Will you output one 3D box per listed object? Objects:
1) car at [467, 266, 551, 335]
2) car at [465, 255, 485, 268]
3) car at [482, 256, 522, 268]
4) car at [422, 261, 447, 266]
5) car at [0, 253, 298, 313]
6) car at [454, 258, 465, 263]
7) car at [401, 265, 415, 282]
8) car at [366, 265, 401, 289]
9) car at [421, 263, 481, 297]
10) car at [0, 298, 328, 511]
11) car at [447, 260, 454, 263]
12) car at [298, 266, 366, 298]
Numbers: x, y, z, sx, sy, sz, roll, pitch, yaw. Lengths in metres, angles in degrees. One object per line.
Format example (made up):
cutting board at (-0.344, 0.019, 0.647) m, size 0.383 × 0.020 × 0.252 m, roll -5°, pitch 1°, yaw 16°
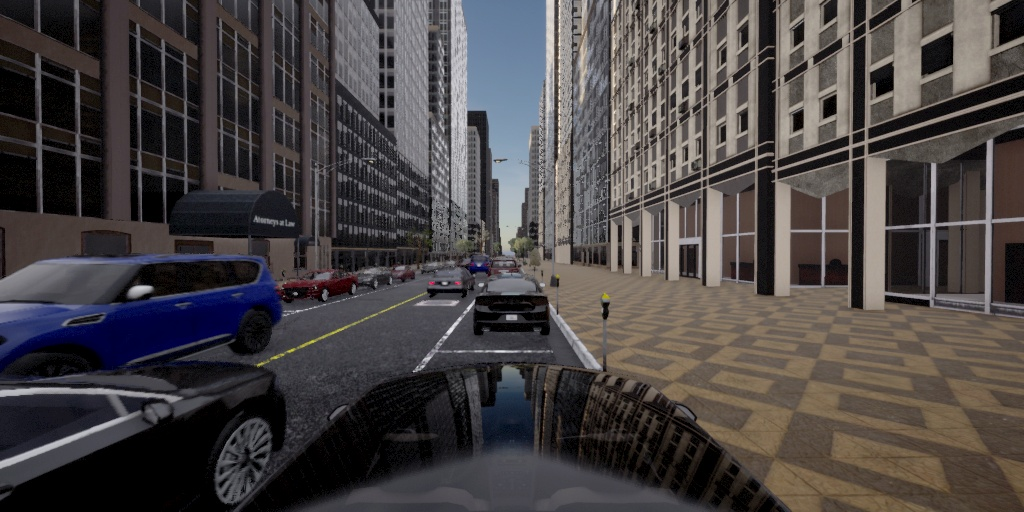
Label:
car at (-0.006, 1.226, 10.502) m, size 1.882 × 1.535 × 5.008 m, roll 0°, pitch 0°, yaw 0°
car at (-3.146, 0.965, 36.941) m, size 2.150 × 2.045 × 5.566 m, roll 0°, pitch 0°, yaw 0°
car at (-0.457, 1.061, 22.523) m, size 2.192 × 1.841 × 5.009 m, roll 0°, pitch 0°, yaw 0°
car at (-8.837, 1.294, 39.574) m, size 2.007 × 1.370 × 4.403 m, roll 0°, pitch 0°, yaw 0°
car at (-6.247, 0.971, 5.786) m, size 2.150 × 2.045 × 5.566 m, roll 0°, pitch 0°, yaw 0°
car at (-6.146, 1.159, 49.128) m, size 2.097 × 1.767 × 4.553 m, roll 0°, pitch 0°, yaw 0°
car at (-8.837, 1.327, 28.206) m, size 1.802 × 1.307 × 4.207 m, roll 0°, pitch 0°, yaw 0°
car at (-8.838, 1.297, 22.523) m, size 2.007 × 1.370 × 4.403 m, roll 0°, pitch 0°, yaw 0°
car at (-3.046, 1.294, 18.744) m, size 2.033 × 1.411 × 5.357 m, roll 0°, pitch 0°, yaw 0°
car at (-3.046, 1.243, 1.413) m, size 2.128 × 1.511 × 4.902 m, roll 0°, pitch 0°, yaw 0°
car at (-8.837, 1.291, 50.940) m, size 2.007 × 1.370 × 4.403 m, roll 0°, pitch 0°, yaw 0°
car at (-8.837, 1.292, 16.839) m, size 1.888 × 1.381 × 4.507 m, roll 0°, pitch 0°, yaw 0°
